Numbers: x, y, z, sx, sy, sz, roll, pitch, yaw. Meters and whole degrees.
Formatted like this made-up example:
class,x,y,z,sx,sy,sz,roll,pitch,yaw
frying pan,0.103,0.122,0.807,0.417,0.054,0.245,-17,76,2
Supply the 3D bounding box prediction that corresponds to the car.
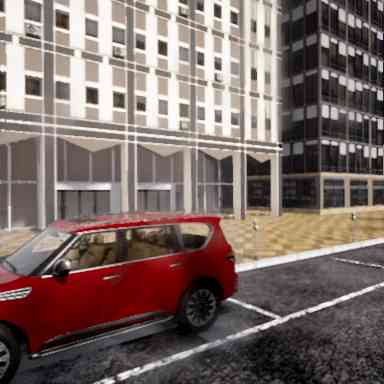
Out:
class,x,y,z,sx,sy,sz,roll,pitch,yaw
car,-1.494,1.305,5.212,5.009,1.841,2.192,0,0,-36
